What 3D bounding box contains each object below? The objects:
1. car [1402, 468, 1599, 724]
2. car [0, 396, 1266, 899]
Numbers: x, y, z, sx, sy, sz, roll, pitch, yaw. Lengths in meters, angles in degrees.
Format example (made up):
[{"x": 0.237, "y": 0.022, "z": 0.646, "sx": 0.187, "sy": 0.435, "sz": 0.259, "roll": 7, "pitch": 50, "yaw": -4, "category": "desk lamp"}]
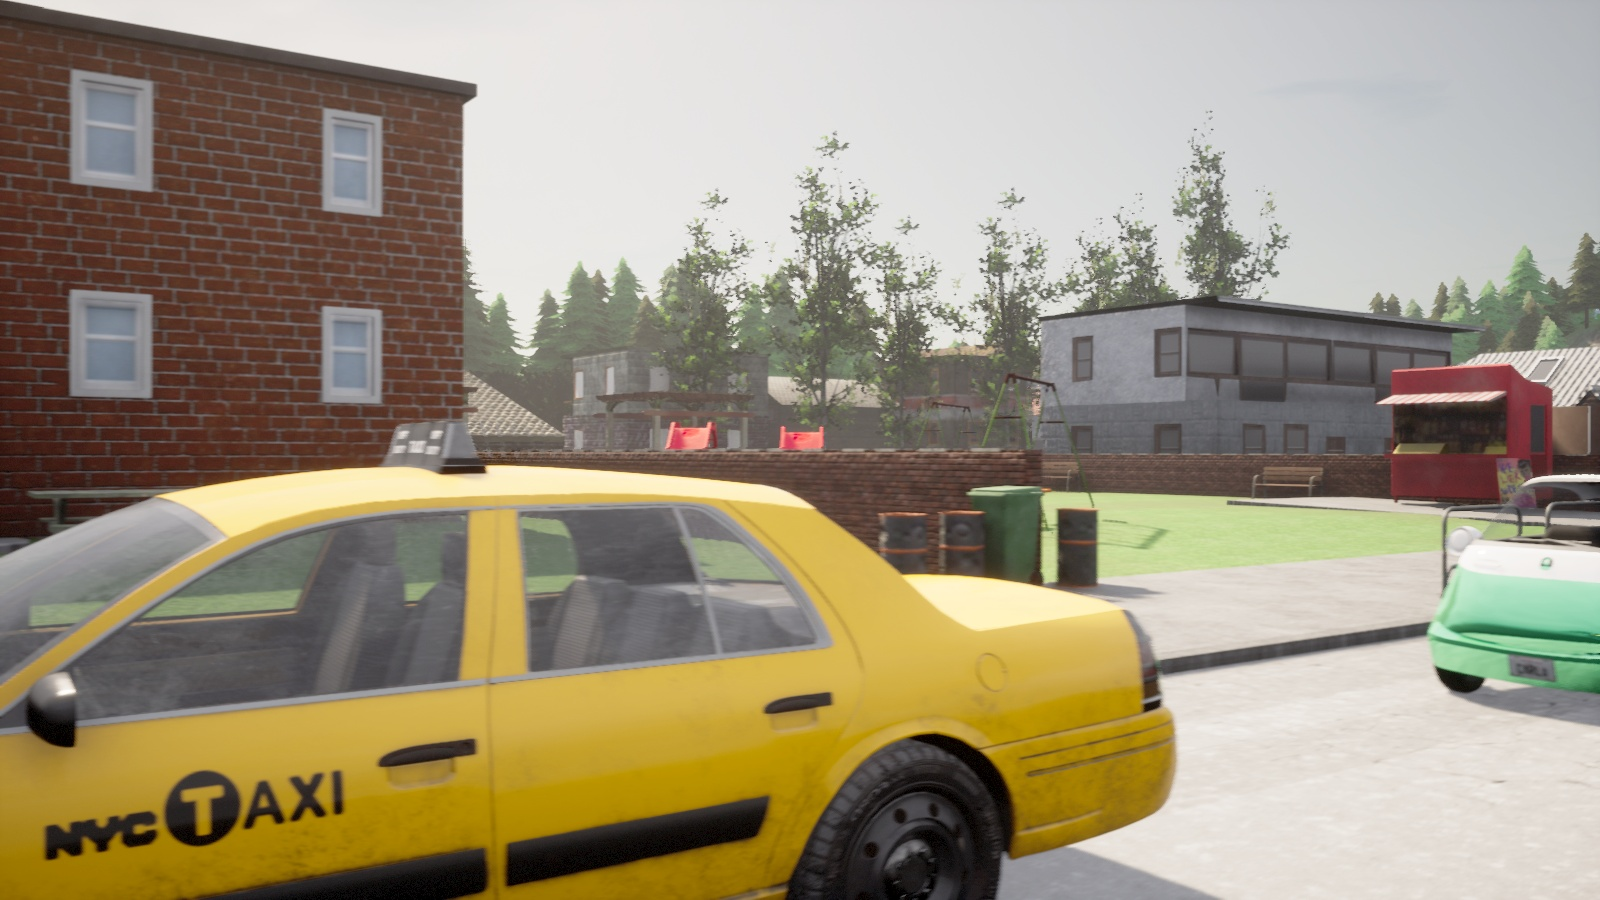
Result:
[{"x": 5.046, "y": 0.808, "z": 7.778, "sx": 2.207, "sy": 1.376, "sz": 1.481, "roll": 0, "pitch": 0, "yaw": -35, "category": "car"}, {"x": -1.162, "y": 0.694, "z": 3.447, "sx": 5.366, "sy": 1.575, "sz": 1.801, "roll": 0, "pitch": 0, "yaw": -34, "category": "car"}]
